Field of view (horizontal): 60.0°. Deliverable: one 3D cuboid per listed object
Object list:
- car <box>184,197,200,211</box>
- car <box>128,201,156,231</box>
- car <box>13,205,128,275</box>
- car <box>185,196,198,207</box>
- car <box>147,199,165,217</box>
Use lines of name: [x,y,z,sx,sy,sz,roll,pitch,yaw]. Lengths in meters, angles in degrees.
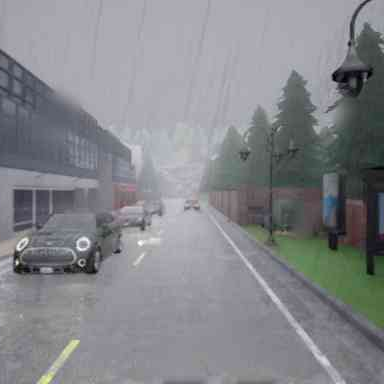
car: [-0.009,1.571,39.924,1.895,1.301,4.718,0,0,0]
car: [-3.599,1.508,20.710,1.812,1.442,4.674,0,0,0]
car: [-3.600,1.343,10.475,2.097,1.767,4.553,0,0,0]
car: [-0.012,1.440,50.233,1.882,1.535,5.008,0,0,0]
car: [-3.567,1.465,31.044,2.128,1.511,4.902,0,0,0]
